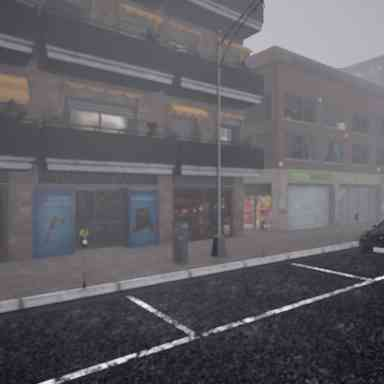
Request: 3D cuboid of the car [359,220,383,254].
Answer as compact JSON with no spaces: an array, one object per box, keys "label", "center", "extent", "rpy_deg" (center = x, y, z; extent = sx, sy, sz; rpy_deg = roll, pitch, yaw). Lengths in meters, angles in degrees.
[{"label":"car","center":[7.943,1.544,12.269],"extent":[4.313,1.339,1.947],"rpy_deg":[0,0,-36]}]
